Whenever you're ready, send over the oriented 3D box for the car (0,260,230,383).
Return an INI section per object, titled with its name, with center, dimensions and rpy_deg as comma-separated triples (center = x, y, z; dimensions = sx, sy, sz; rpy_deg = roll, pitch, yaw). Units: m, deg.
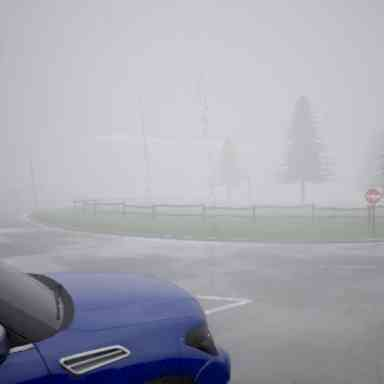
[car]
center = -2.318, 1.221, 2.093
dimensions = 5.566, 2.045, 2.150
rpy_deg = 0, 0, -35
